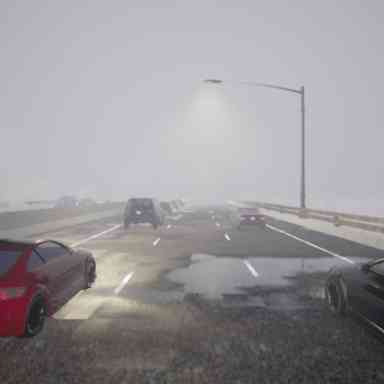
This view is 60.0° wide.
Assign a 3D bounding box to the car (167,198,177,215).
[{"bbox_3d":[-3.088,1.751,37.459,1.837,1.490,4.892,0,0,1],"label":"car"}]

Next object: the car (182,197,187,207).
[{"bbox_3d":[-2.467,1.846,59.386,2.033,1.649,4.856,0,0,2],"label":"car"}]

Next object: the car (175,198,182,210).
[{"bbox_3d":[-2.812,1.855,48.423,1.812,1.442,4.674,0,0,2],"label":"car"}]

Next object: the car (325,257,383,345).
[{"bbox_3d":[3.616,1.595,4.935,1.994,1.385,4.181,0,0,0],"label":"car"}]

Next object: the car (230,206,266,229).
[{"bbox_3d":[3.762,1.694,22.928,2.033,1.411,5.357,0,0,1],"label":"car"}]

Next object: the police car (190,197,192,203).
[{"bbox_3d":[-1.569,2.110,81.302,2.038,1.542,4.974,0,-1,3],"label":"police car"}]

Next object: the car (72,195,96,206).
[{"bbox_3d":[-16.743,1.704,52.831,2.097,1.767,4.553,0,0,2],"label":"car"}]

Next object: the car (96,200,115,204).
[{"bbox_3d":[-13.231,1.920,53.145,1.994,1.385,4.181,0,0,2],"label":"car"}]

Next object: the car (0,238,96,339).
[{"bbox_3d":[-3.379,1.602,6.649,1.994,1.385,4.181,0,0,0],"label":"car"}]

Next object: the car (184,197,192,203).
[{"bbox_3d":[-1.016,2.135,92.257,2.033,1.649,4.856,0,-1,3],"label":"car"}]

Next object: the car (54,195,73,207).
[{"bbox_3d":[-20.201,1.578,53.883,2.150,2.045,5.566,0,0,2],"label":"car"}]

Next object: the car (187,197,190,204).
[{"bbox_3d":[-2.052,2.109,70.374,1.895,1.301,4.718,0,0,2],"label":"car"}]

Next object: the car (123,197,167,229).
[{"bbox_3d":[-3.235,1.365,22.997,2.150,2.045,5.566,0,0,1],"label":"car"}]
